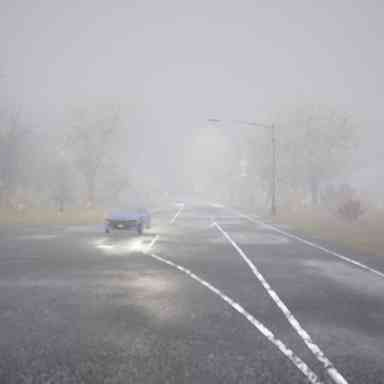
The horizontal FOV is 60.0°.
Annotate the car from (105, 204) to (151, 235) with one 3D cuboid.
[{"bbox_3d":[-3.412,1.419,18.498,1.882,1.535,5.008,2,-2,0],"label":"car"}]

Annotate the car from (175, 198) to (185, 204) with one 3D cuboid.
[{"bbox_3d":[-2.756,2.099,77.883,2.128,1.511,4.902,0,0,5],"label":"car"}]
